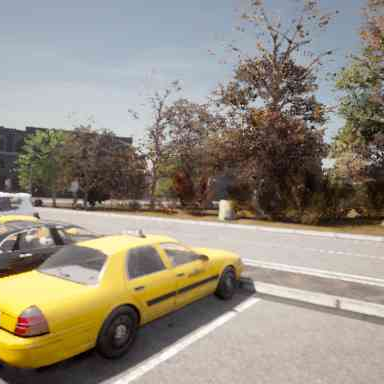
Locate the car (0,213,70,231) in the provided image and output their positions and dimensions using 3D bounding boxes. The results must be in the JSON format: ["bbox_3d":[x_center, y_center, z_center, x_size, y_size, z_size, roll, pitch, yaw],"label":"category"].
[{"bbox_3d":[-3.253,1.378,7.458,2.231,1.521,4.892,1,1,35],"label":"car"}]

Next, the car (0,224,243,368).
[{"bbox_3d":[-0.882,1.415,6.003,1.946,1.575,5.366,1,1,35],"label":"car"}]

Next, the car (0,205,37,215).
[{"bbox_3d":[-5.617,1.333,8.924,1.946,1.575,5.366,1,1,35],"label":"car"}]
